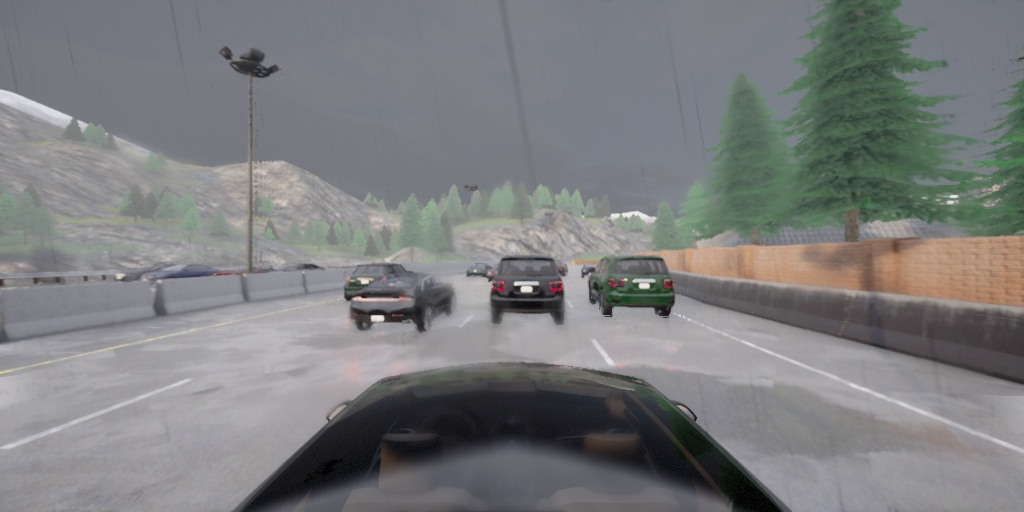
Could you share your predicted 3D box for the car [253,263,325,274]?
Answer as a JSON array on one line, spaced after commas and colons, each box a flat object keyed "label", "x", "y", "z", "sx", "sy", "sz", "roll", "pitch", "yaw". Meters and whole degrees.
[{"label": "car", "x": -15.592, "y": 1.249, "z": 25.854, "sx": 1.837, "sy": 1.490, "sz": 4.892, "roll": 0, "pitch": -1, "yaw": 9}]

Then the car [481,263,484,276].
[{"label": "car", "x": -0.641, "y": 1.328, "z": 29.303, "sx": 2.033, "sy": 1.411, "sz": 5.357, "roll": 0, "pitch": 0, "yaw": 11}]

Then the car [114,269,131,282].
[{"label": "car", "x": -26.093, "y": 1.210, "z": 26.565, "sx": 2.128, "sy": 1.511, "sz": 4.902, "roll": 0, "pitch": 0, "yaw": 8}]

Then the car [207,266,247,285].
[{"label": "car", "x": -19.066, "y": 1.335, "z": 26.301, "sx": 1.895, "sy": 1.301, "sz": 4.718, "roll": 0, "pitch": 0, "yaw": 9}]

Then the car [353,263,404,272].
[{"label": "car", "x": -5.941, "y": 1.106, "z": 17.099, "sx": 2.097, "sy": 1.767, "sz": 4.553, "roll": 0, "pitch": 0, "yaw": 6}]

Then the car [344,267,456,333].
[{"label": "car", "x": -2.989, "y": 1.245, "z": 10.771, "sx": 2.128, "sy": 1.511, "sz": 4.902, "roll": 0, "pitch": 0, "yaw": 3}]

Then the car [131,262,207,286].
[{"label": "car", "x": -22.786, "y": 1.249, "z": 24.939, "sx": 1.812, "sy": 1.442, "sz": 4.674, "roll": 0, "pitch": 0, "yaw": 8}]

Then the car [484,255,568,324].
[{"label": "car", "x": 0.597, "y": 0.985, "z": 12.253, "sx": 2.150, "sy": 2.045, "sz": 5.566, "roll": 0, "pitch": 0, "yaw": 4}]

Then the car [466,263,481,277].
[{"label": "car", "x": -2.959, "y": 1.346, "z": 35.066, "sx": 1.994, "sy": 1.385, "sz": 4.181, "roll": 0, "pitch": 0, "yaw": 12}]

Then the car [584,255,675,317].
[{"label": "car", "x": 4.205, "y": 0.995, "z": 13.433, "sx": 2.150, "sy": 2.045, "sz": 5.566, "roll": 0, "pitch": 0, "yaw": 5}]

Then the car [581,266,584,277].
[{"label": "car", "x": 7.914, "y": 1.409, "z": 35.552, "sx": 1.895, "sy": 1.301, "sz": 4.718, "roll": 0, "pitch": 0, "yaw": 14}]
